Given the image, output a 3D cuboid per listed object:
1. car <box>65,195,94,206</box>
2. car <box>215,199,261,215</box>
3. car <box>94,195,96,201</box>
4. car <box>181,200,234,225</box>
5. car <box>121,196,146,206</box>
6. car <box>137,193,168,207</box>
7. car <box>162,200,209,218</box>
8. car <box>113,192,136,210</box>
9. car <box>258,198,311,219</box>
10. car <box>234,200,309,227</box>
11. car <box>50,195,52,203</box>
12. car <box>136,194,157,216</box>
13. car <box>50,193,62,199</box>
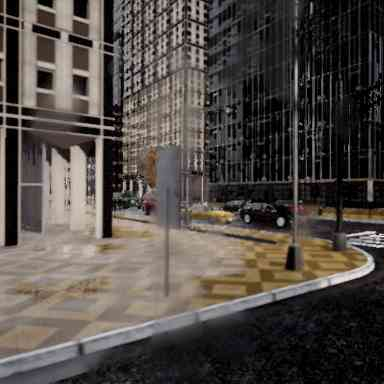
[{"bbox_3d":[-15.769,1.282,46.594,1.887,1.381,4.507,1,0,-36],"label":"car"},{"bbox_3d":[4.534,1.477,33.364,2.008,1.369,4.403,1,0,-36],"label":"car"},{"bbox_3d":[-19.233,1.186,65.402,1.752,1.417,4.829,1,0,-36],"label":"car"},{"bbox_3d":[1.080,1.440,23.546,1.752,1.417,4.829,1,0,-36],"label":"car"},{"bbox_3d":[-9.124,1.306,51.704,1.752,1.417,4.829,1,0,-36],"label":"car"},{"bbox_3d":[-5.651,1.134,47.002,2.192,1.841,5.009,1,0,-36],"label":"car"},{"bbox_3d":[-0.675,1.491,30.493,1.895,1.301,4.718,0,0,-36],"label":"car"},{"bbox_3d":[-7.940,1.034,40.365,2.150,2.045,5.566,0,0,-37],"label":"car"},{"bbox_3d":[7.931,1.400,28.813,1.967,1.590,4.097,1,0,-36],"label":"car"},{"bbox_3d":[5.352,1.454,22.328,1.837,1.490,4.892,0,0,-36],"label":"car"},{"bbox_3d":[-22.509,1.210,55.727,2.008,1.369,4.403,1,0,-36],"label":"car"},{"bbox_3d":[-2.367,1.196,28.270,2.192,1.841,5.009,1,0,-36],"label":"car"},{"bbox_3d":[-35.981,1.004,88.095,1.947,1.339,4.313,1,0,-36],"label":"car"}]
